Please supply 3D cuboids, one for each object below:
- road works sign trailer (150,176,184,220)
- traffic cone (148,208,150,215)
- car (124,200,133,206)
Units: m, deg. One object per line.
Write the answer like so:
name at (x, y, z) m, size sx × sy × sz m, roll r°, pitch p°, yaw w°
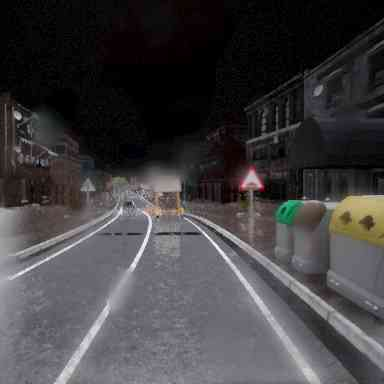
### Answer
road works sign trailer at (-2.071, 0.438, 28.082) m, size 2.380 × 3.560 × 2.880 m, roll -3°, pitch -2°, yaw -12°
traffic cone at (-4.357, 2.089, 34.534) m, size 0.340 × 0.580 × 0.340 m, roll 0°, pitch -1°, yaw -10°
car at (-14.425, 2.441, 75.452) m, size 2.033 × 1.411 × 5.357 m, roll 0°, pitch 0°, yaw -12°
